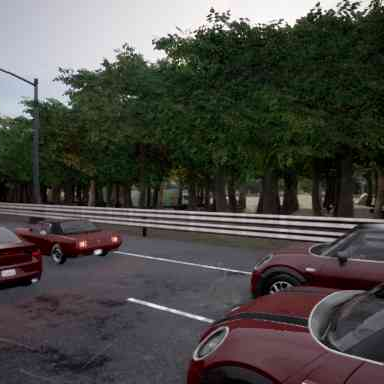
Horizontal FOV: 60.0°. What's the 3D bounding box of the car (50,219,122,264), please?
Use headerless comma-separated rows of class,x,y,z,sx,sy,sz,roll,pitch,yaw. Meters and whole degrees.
car,-4.729,1.602,11.826,4.718,1.301,1.895,0,0,37

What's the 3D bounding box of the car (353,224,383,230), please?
car,3.362,1.352,5.952,4.553,1.767,2.097,0,0,35

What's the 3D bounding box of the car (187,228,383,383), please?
car,2.154,1.352,2.528,4.553,1.767,2.097,0,0,35

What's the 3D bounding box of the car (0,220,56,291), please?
car,-5.669,1.479,8.175,5.008,1.535,1.882,0,0,37
